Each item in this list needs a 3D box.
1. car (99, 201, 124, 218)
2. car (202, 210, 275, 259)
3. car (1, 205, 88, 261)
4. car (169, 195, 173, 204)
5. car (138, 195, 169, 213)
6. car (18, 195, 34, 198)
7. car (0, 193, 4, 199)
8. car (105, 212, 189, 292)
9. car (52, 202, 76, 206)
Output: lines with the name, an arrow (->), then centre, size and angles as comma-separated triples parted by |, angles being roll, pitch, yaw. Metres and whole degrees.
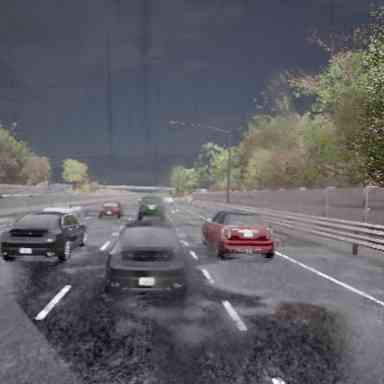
car -> -7.118, 1.551, 29.811 | 1.812, 1.442, 4.674 | 2, -1, -7
car -> 1.718, 1.528, 13.702 | 2.097, 1.767, 4.553 | 2, -1, -7
car -> -5.020, 1.442, 11.908 | 1.837, 1.490, 4.892 | 2, 0, -7
car -> -5.574, 1.756, 76.032 | 2.150, 2.045, 5.566 | 2, -1, -7
car -> -3.428, 1.358, 28.450 | 2.150, 2.045, 5.566 | 2, -1, -7
car -> -23.322, 1.185, 46.530 | 2.033, 1.411, 5.357 | 2, -1, -6
car -> -26.503, 0.857, 43.591 | 2.097, 1.767, 4.553 | 2, -1, -6
car -> -1.166, 1.545, 9.029 | 1.837, 1.490, 4.892 | 2, -1, -7
car -> -10.302, 1.494, 26.940 | 1.895, 1.301, 4.718 | 2, -1, -7
